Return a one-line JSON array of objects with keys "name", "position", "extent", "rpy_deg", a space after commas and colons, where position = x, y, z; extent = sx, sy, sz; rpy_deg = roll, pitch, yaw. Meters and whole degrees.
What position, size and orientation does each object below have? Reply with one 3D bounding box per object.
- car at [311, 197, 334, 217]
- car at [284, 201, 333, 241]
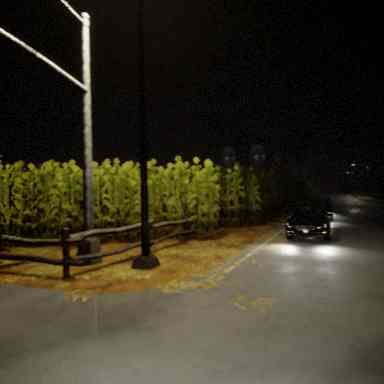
[{"name": "car", "position": [9.726, 1.336, 25.628], "extent": [2.033, 1.411, 5.357], "rpy_deg": [-1, 0, 22]}, {"name": "car", "position": [5.704, 1.381, 16.140], "extent": [1.837, 1.490, 4.892], "rpy_deg": [-1, 0, 23]}]
